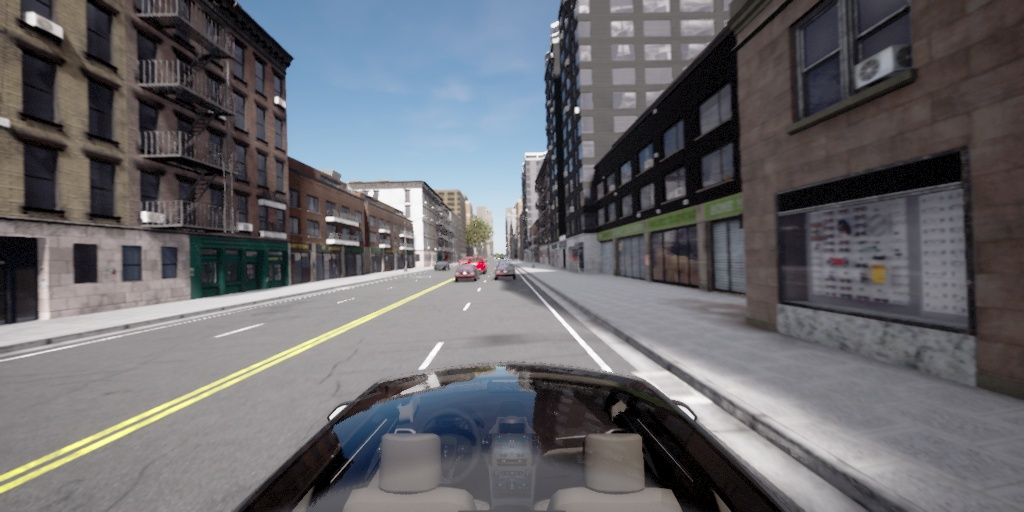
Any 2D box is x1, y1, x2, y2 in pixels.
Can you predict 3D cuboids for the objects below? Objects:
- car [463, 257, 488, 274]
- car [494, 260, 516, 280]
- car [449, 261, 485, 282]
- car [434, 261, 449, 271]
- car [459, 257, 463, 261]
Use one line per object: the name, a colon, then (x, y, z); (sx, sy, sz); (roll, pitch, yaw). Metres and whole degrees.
car: (-4.124, 1.100, 42.441); (2.150, 2.045, 5.566); (-2, 0, -1)
car: (-0.589, 1.321, 32.102); (2.033, 1.411, 5.357); (-2, 0, -1)
car: (-3.810, 1.418, 31.093); (2.033, 1.411, 5.357); (-2, 0, -1)
car: (-11.063, 1.560, 56.831); (1.882, 1.535, 5.008); (-2, 0, -1)
car: (-7.915, 1.201, 62.269); (2.150, 2.045, 5.566); (-2, 0, -1)
